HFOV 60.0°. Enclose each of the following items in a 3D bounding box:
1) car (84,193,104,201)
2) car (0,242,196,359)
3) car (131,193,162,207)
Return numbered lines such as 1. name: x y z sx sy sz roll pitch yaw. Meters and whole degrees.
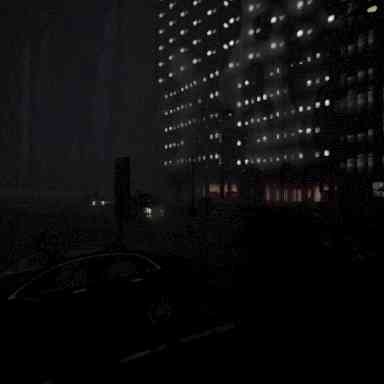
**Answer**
1. car: -15.419 0.756 52.533 1.895 1.301 4.718 1 1 -35
2. car: -1.982 1.548 5.294 4.403 1.369 2.008 0 1 -36
3. car: -5.225 0.870 37.697 1.882 1.535 5.008 1 1 -35
